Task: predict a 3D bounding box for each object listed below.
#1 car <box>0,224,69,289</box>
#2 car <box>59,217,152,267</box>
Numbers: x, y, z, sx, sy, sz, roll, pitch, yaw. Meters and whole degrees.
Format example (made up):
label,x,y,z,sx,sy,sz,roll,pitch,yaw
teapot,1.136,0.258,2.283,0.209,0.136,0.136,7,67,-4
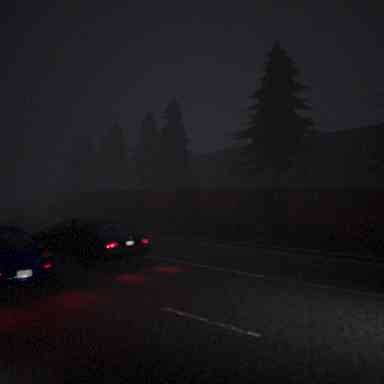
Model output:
label,x,y,z,sx,sy,sz,roll,pitch,yaw
car,-5.258,1.557,8.498,4.674,1.442,1.812,0,0,41
car,-3.722,1.596,11.723,5.357,1.411,2.033,0,0,42
